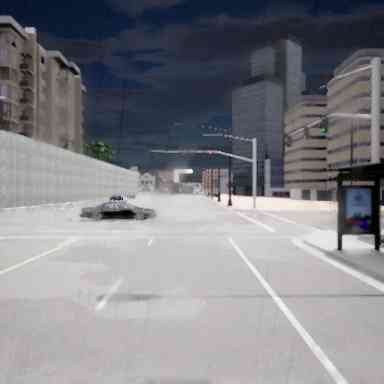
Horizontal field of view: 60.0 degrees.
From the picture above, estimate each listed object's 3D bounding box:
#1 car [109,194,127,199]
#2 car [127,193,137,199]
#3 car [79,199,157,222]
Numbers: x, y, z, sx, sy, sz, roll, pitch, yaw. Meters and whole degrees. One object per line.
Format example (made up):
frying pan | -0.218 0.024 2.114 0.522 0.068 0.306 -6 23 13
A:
car | -14.122 1.155 62.086 1.994 1.385 4.181 0 0 1
car | -14.128 0.970 77.497 1.812 1.442 4.674 0 0 0
car | -5.294 1.408 24.111 5.357 1.411 2.033 0 0 0
